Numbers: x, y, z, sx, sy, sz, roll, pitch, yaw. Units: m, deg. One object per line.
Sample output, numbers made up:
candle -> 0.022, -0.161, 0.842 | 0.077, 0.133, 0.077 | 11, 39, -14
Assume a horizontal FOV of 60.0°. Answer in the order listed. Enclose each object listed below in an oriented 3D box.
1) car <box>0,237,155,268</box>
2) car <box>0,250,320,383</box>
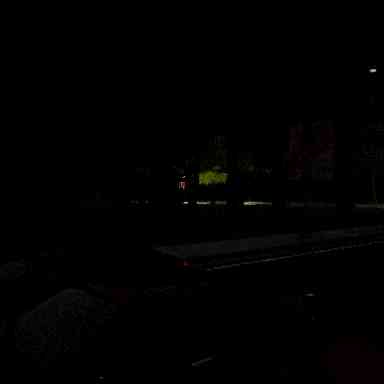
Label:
car -> -2.067, 1.581, 6.202 | 4.181, 1.385, 1.994 | 1, 0, -36
car -> -0.641, 1.537, 3.228 | 4.674, 1.442, 1.812 | 1, 0, -36
